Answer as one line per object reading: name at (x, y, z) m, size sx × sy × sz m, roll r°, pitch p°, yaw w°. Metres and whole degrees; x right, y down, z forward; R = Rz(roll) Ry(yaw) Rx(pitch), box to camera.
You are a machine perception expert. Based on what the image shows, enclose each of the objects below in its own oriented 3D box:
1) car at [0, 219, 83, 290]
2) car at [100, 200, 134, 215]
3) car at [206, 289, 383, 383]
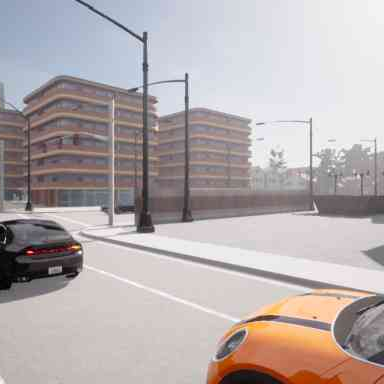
car at (-4.717, 1.505, 9.221) m, size 1.837 × 1.490 × 4.892 m, roll 0°, pitch 0°, yaw -43°
car at (-6.798, 1.547, 34.508) m, size 5.357 × 1.411 × 2.033 m, roll 0°, pitch 0°, yaw -44°
car at (2.278, 1.352, 2.333) m, size 4.553 × 1.767 × 2.097 m, roll 0°, pitch 0°, yaw 40°
